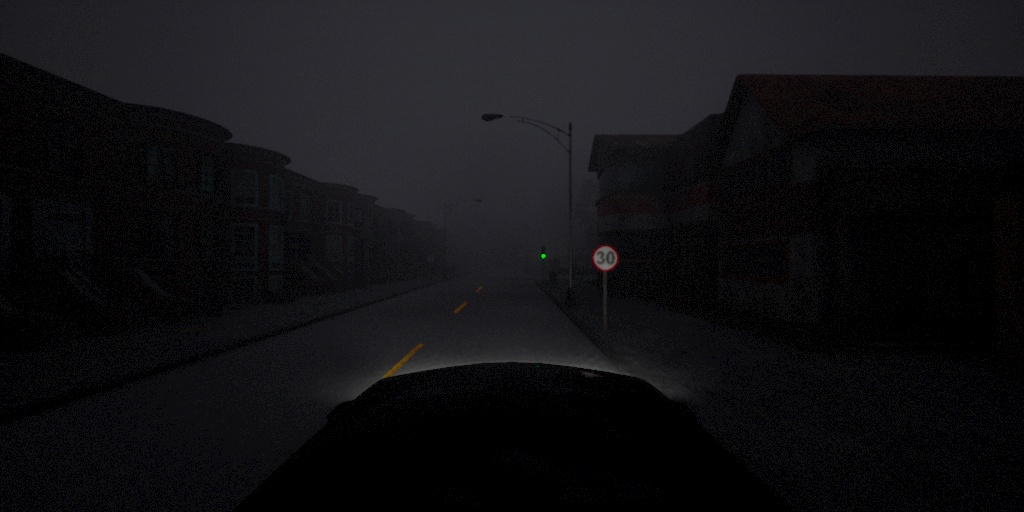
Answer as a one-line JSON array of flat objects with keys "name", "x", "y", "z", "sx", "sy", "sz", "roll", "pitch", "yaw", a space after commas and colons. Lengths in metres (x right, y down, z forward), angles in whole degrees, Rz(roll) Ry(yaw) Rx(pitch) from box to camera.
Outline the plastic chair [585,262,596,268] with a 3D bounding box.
[{"name": "plastic chair", "x": 10.948, "y": 1.795, "z": 50.394, "sx": 0.750, "sy": 1.272, "sz": 0.730, "roll": 0, "pitch": 0, "yaw": -35}]

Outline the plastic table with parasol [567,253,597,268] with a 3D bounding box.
[{"name": "plastic table with parasol", "x": 10.046, "y": 1.200, "z": 51.366, "sx": 2.482, "sy": 2.480, "sz": 2.482, "roll": 0, "pitch": 0, "yaw": -40}]

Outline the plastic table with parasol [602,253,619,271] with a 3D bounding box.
[{"name": "plastic table with parasol", "x": 15.275, "y": 1.178, "z": 52.370, "sx": 2.482, "sy": 2.480, "sz": 2.482, "roll": 0, "pitch": 0, "yaw": -40}]

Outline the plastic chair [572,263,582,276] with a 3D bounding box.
[{"name": "plastic chair", "x": 9.016, "y": 1.797, "z": 50.621, "sx": 0.730, "sy": 1.272, "sz": 0.750, "roll": 0, "pitch": 0, "yaw": -40}]

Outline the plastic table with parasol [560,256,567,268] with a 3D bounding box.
[{"name": "plastic table with parasol", "x": 9.603, "y": 1.207, "z": 55.856, "sx": 2.482, "sy": 2.480, "sz": 2.482, "roll": 0, "pitch": 0, "yaw": -40}]

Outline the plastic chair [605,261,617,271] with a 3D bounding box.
[{"name": "plastic chair", "x": 14.245, "y": 1.788, "z": 51.625, "sx": 0.730, "sy": 1.272, "sz": 0.750, "roll": 0, "pitch": 0, "yaw": -40}]

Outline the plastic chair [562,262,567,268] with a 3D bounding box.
[{"name": "plastic chair", "x": 8.573, "y": 1.801, "z": 55.111, "sx": 0.730, "sy": 1.272, "sz": 0.750, "roll": 0, "pitch": 0, "yaw": -40}]
